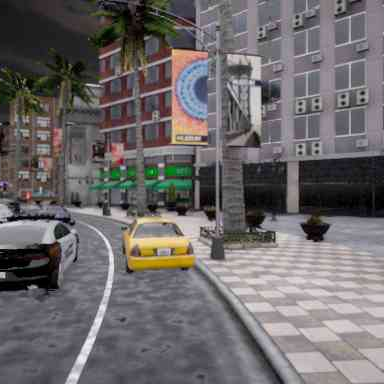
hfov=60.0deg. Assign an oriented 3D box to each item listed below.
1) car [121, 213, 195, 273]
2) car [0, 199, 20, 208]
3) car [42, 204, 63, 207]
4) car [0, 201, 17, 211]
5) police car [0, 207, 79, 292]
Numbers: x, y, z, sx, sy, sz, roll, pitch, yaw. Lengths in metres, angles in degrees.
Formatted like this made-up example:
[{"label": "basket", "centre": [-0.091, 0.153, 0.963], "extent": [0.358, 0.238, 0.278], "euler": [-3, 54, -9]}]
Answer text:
[{"label": "car", "centre": [-1.288, 1.461, 10.766], "extent": [1.801, 1.575, 5.366], "euler": [0, 0, -13]}, {"label": "car", "centre": [-20.637, 1.518, 36.672], "extent": [4.892, 1.490, 1.837], "euler": [0, 0, 42]}, {"label": "car", "centre": [-10.174, 1.572, 24.171], "extent": [1.994, 1.385, 4.181], "euler": [0, 0, -31]}, {"label": "car", "centre": [-13.139, 1.535, 22.389], "extent": [1.812, 1.442, 4.674], "euler": [0, -1, -31]}, {"label": "police car", "centre": [-4.275, 1.428, 9.027], "extent": [1.930, 1.638, 5.238], "euler": [0, 0, -12]}]
